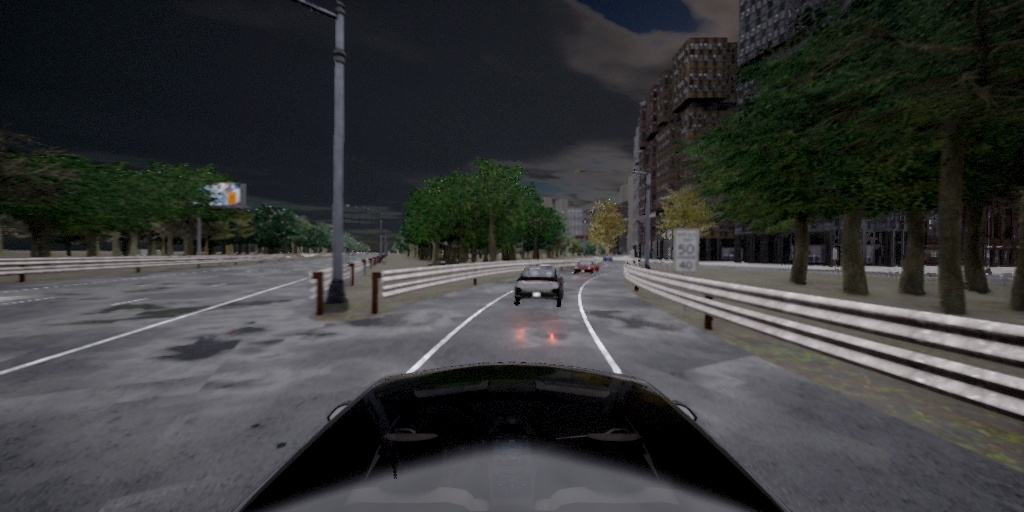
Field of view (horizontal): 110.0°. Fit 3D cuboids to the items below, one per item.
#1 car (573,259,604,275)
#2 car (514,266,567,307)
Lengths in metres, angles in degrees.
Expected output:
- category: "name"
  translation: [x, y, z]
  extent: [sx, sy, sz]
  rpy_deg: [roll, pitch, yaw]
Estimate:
- category: "car"
  translation: [7.700, 1.168, 36.522]
  extent: [1.895, 1.301, 4.718]
  rpy_deg: [1, 1, 24]
- category: "car"
  translation: [1.257, 1.157, 15.213]
  extent: [2.128, 1.511, 4.902]
  rpy_deg: [1, 0, 9]
